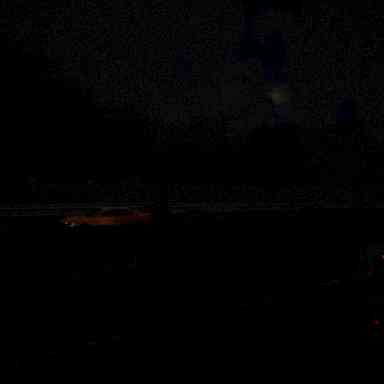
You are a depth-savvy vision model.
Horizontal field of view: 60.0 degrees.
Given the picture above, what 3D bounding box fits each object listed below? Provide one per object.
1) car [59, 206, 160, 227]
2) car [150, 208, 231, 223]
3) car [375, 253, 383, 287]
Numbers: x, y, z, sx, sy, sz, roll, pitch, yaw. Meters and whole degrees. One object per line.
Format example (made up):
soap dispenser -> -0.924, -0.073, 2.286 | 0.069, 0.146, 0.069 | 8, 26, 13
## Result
car -> -4.512, 1.533, 17.922 | 5.008, 1.535, 1.882 | 1, 0, -35
car -> 0.299, 1.657, 17.020 | 4.181, 1.385, 1.994 | 1, 0, -35
car -> 6.393, 1.662, 8.226 | 4.181, 1.385, 1.994 | 1, 0, -35
